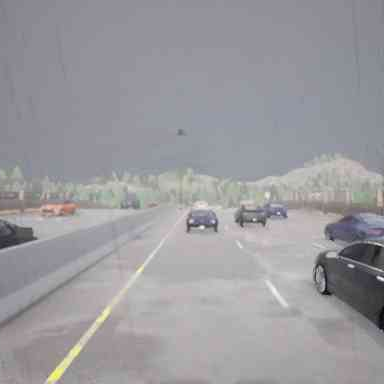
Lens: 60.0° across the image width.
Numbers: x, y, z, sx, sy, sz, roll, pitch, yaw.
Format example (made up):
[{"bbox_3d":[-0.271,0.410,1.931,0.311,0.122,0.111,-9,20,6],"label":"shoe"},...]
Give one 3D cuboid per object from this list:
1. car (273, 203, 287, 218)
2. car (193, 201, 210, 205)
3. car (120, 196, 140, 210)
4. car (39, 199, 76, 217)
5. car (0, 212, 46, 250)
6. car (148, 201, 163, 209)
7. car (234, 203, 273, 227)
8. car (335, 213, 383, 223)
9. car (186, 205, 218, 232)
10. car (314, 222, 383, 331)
[{"bbox_3d":[7.943,1.769,32.497,1.812,1.442,4.674,0,0,2],"label":"car"},{"bbox_3d":[1.113,1.775,38.951,1.812,1.442,4.674,0,0,2],"label":"car"},{"bbox_3d":[-9.252,1.626,50.250,2.150,2.045,5.566,0,-2,2],"label":"car"},{"bbox_3d":[-13.245,1.494,32.955,2.097,1.767,4.553,0,0,2],"label":"car"},{"bbox_3d":[-6.865,1.579,10.298,2.033,1.411,5.357,0,0,2],"label":"car"},{"bbox_3d":[-5.689,2.123,52.496,1.895,1.301,4.718,0,-3,2],"label":"car"},{"bbox_3d":[4.226,1.666,24.516,2.128,1.511,4.902,0,0,2],"label":"car"},{"bbox_3d":[7.463,1.654,14.548,1.812,1.442,4.674,0,0,1],"label":"car"},{"bbox_3d":[0.635,1.737,21.231,1.895,1.301,4.718,0,0,2],"label":"car"},{"bbox_3d":[3.766,1.562,5.991,1.837,1.490,4.892,0,0,1],"label":"car"}]
